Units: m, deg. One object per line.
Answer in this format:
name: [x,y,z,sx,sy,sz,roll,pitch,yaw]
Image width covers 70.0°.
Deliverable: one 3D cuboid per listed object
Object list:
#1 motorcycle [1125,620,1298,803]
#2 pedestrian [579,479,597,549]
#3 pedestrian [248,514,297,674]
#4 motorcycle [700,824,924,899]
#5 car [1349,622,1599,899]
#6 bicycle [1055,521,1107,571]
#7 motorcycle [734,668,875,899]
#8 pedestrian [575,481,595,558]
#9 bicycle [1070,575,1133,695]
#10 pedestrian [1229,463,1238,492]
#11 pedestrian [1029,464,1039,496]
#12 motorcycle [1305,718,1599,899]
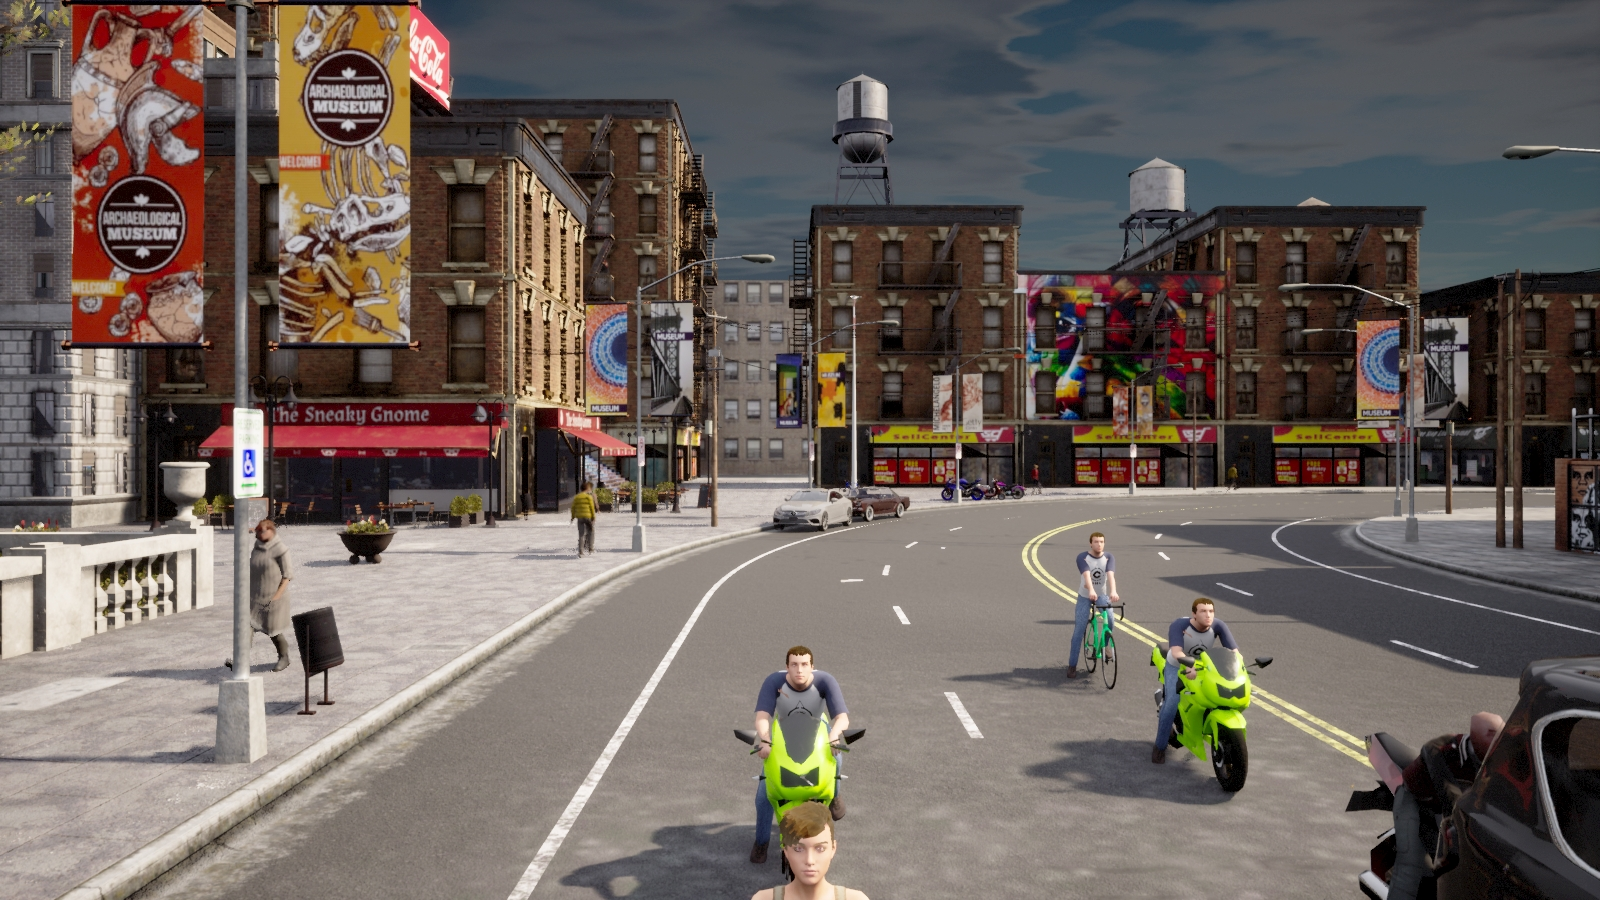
motorcycle: [3.536,2.217,10.038,0.803,1.145,2.033,0,0,0]
pedestrian: [-5.675,1.710,30.561,0.375,1.860,0.375,0,0,5]
pedestrian: [-6.290,1.702,13.633,0.375,1.860,0.375,0,0,11]
motorcycle: [0.039,2.172,3.492,0.764,1.277,2.356,0,0,0]
car: [3.469,1.777,2.201,2.150,2.045,5.566,0,0,0]
bicycle: [6.682,2.267,27.219,0.859,1.080,1.487,0,0,0]
motorcycle: [0.030,2.215,7.575,0.803,1.145,2.033,0,0,0]
pedestrian: [-5.293,1.707,28.111,0.375,1.860,0.375,0,0,11]
bicycle: [3.650,2.212,13.929,0.373,1.196,1.643,0,0,1]
pedestrian: [27.401,1.723,72.233,0.375,1.860,0.375,0,0,-18]
pedestrian: [13.485,1.723,65.865,0.375,1.860,0.375,0,0,-34]
motorcycle: [3.501,2.234,5.851,0.867,1.251,2.209,1,-2,0]
